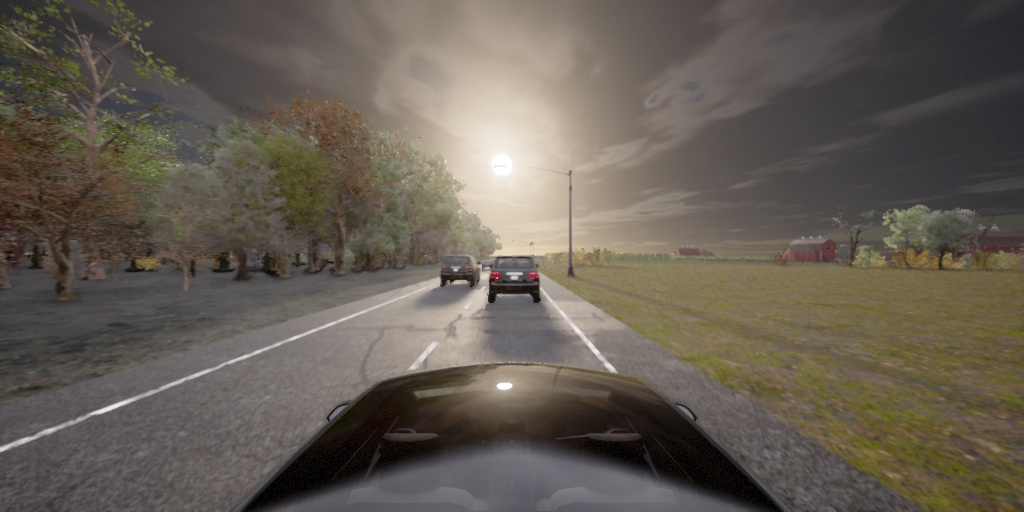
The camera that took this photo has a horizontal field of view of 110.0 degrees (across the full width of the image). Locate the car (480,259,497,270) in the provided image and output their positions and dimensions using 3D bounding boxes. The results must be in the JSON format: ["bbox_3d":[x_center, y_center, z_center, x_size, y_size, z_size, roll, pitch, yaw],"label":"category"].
[{"bbox_3d":[-3.420,1.162,53.355,2.128,1.511,4.902,0,0,0],"label":"car"}]

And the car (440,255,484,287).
[{"bbox_3d":[-3.409,0.938,24.397,2.150,2.045,5.566,0,0,0],"label":"car"}]

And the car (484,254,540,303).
[{"bbox_3d":[0.094,0.952,16.803,2.150,2.045,5.566,0,0,0],"label":"car"}]
